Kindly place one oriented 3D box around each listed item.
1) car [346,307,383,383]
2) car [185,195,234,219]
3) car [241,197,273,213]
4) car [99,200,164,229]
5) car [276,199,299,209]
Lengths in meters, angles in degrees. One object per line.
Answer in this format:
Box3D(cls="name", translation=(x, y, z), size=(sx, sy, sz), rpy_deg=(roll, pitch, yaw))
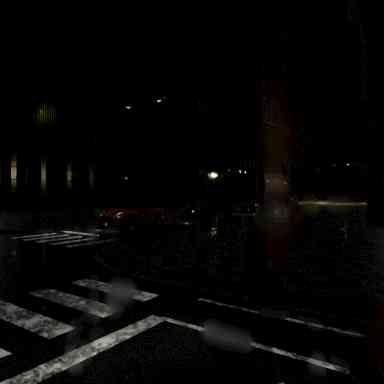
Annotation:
Box3D(cls="car", translation=(3.564, 1.221, 1.149), size=(5.566, 2.045, 2.150), rpy_deg=(0, 0, 36))
Box3D(cls="car", translation=(1.697, 1.256, 29.781), size=(2.150, 2.045, 5.566), rpy_deg=(0, 0, 36))
Box3D(cls="car", translation=(7.395, 1.399, 37.700), size=(2.097, 1.767, 4.553), rpy_deg=(0, 0, 35))
Box3D(cls="car", translation=(-3.904, 1.376, 21.953), size=(2.097, 1.767, 4.553), rpy_deg=(0, 0, 35))
Box3D(cls="car", translation=(13.124, 1.624, 45.638), size=(1.994, 1.385, 4.181), rpy_deg=(0, 0, 36))
